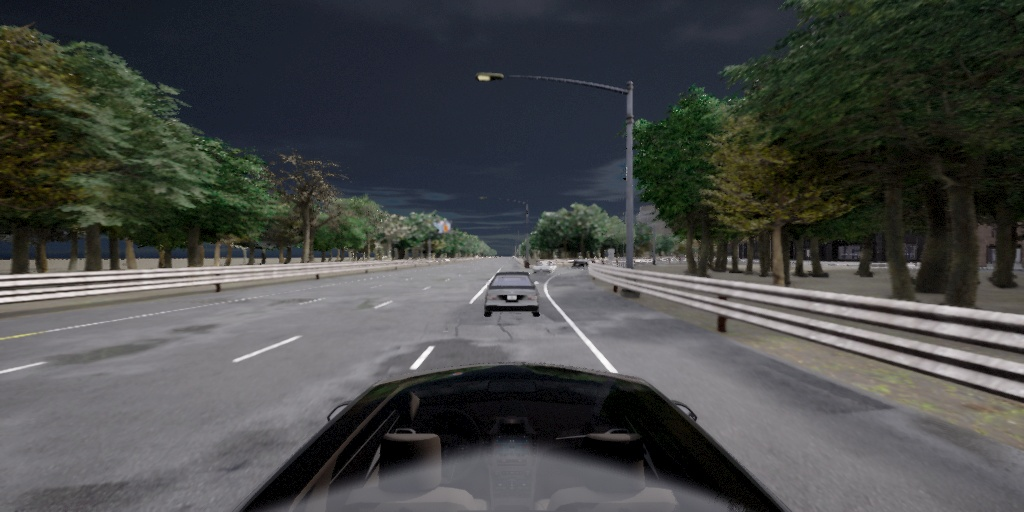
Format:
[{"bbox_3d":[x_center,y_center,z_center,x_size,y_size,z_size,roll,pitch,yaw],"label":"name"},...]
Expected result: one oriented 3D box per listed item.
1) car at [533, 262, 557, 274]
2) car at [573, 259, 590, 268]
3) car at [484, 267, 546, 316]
[{"bbox_3d":[3.747,1.307,39.881,1.895,1.301,4.718,0,0,17],"label":"car"},{"bbox_3d":[11.250,1.157,57.133,1.882,1.535,5.008,0,0,30],"label":"car"},{"bbox_3d":[0.010,1.284,13.198,2.033,1.411,5.357,0,0,0],"label":"car"}]
